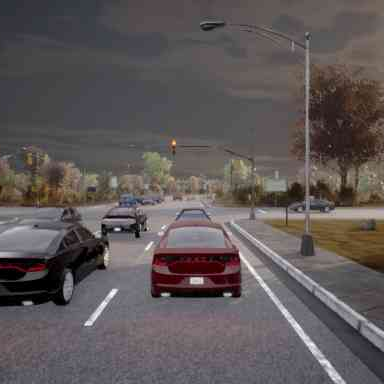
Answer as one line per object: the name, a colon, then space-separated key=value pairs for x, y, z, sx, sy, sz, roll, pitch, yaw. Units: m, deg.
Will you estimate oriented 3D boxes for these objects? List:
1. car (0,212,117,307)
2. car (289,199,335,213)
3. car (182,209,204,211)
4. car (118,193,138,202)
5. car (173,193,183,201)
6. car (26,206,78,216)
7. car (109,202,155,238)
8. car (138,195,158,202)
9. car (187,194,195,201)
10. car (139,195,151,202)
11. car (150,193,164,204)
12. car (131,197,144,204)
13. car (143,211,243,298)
car: x=-3.416 y=1.478 z=8.106 sx=1.882 sy=1.535 sz=5.008 roll=0 pitch=0 yaw=0
car: x=13.295 y=1.505 z=36.965 sx=4.892 sy=1.490 sz=1.837 roll=0 pitch=0 yaw=3
car: x=0.062 y=1.564 z=17.569 sx=1.994 sy=1.385 sz=4.181 roll=0 pitch=0 yaw=0
car: x=-10.681 y=1.221 z=55.821 sx=2.150 sy=2.045 sz=5.566 roll=0 pitch=0 yaw=2
car: x=-3.697 y=1.217 z=85.409 sx=2.150 sy=2.045 sz=5.566 roll=0 pitch=0 yaw=0
car: x=-7.146 y=1.505 z=17.159 sx=1.837 sy=1.490 sz=4.892 roll=0 pitch=0 yaw=0
car: x=-3.432 y=1.491 z=17.592 sx=2.128 sy=1.511 sz=4.902 roll=0 pitch=0 yaw=-1
car: x=-7.219 y=1.564 z=55.402 sx=1.994 sy=1.385 sz=4.181 roll=0 pitch=0 yaw=-1
car: x=-0.198 y=1.348 z=85.774 sx=2.097 sy=1.767 sz=4.553 roll=0 pitch=0 yaw=0
car: x=-10.679 y=1.500 z=75.869 sx=1.837 sy=1.490 sz=4.892 roll=0 pitch=0 yaw=0
car: x=-7.192 y=1.221 z=64.515 sx=2.150 sy=2.045 sz=5.566 roll=0 pitch=0 yaw=1
car: x=-10.681 y=1.601 z=65.588 sx=1.895 sy=1.301 sz=4.718 roll=0 pitch=0 yaw=0
car: x=0.082 y=1.478 z=8.580 sx=1.882 sy=1.535 sz=5.008 roll=0 pitch=0 yaw=0
